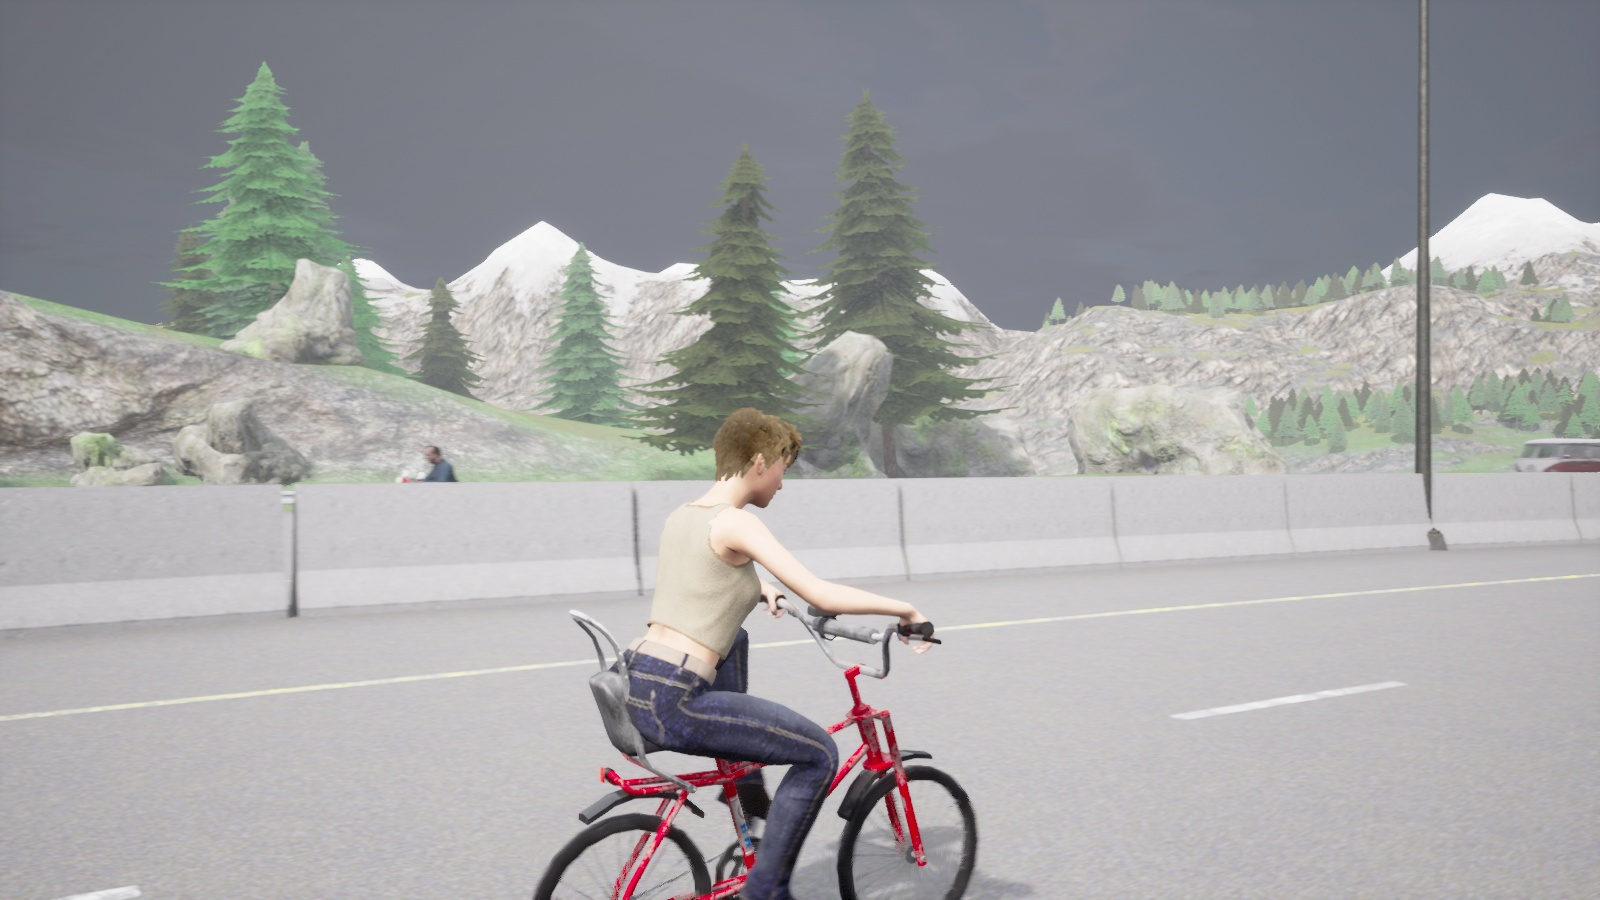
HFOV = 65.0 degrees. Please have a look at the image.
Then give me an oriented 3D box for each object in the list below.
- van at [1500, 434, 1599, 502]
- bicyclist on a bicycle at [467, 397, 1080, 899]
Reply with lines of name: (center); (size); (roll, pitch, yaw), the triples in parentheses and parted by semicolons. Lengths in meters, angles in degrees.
van: (24.027, 0.534, 38.690); (4.442, 1.987, 1.775); (0, 0, -19)
bicyclist on a bicycle: (-0.064, 0.689, 3.567); (1.509, 1.612, 0.866); (0, 0, -33)
